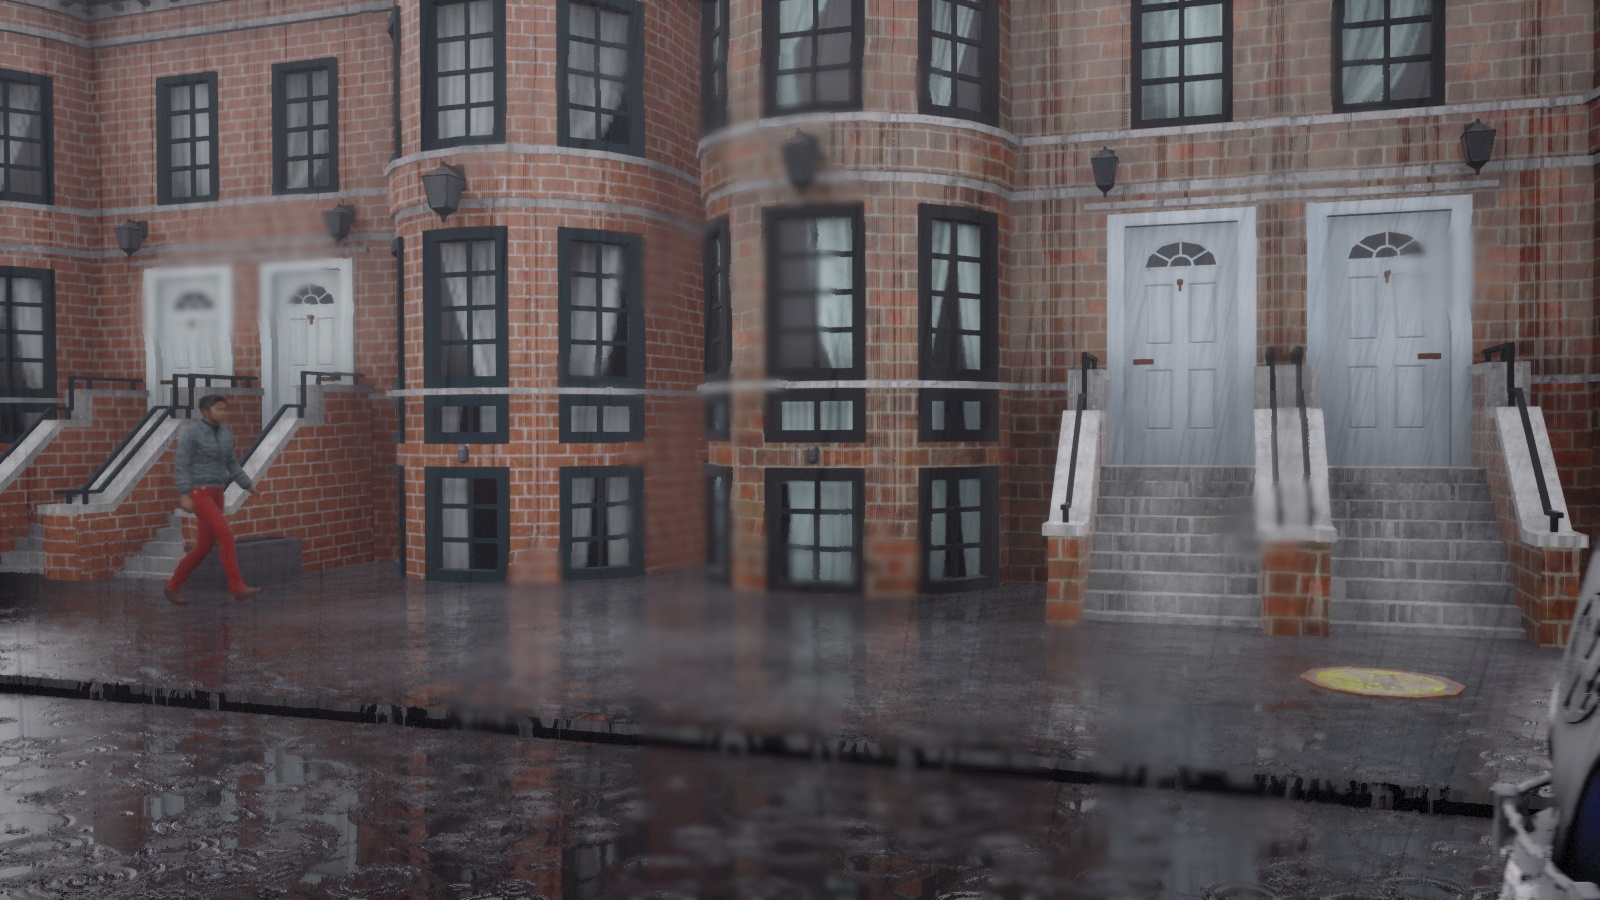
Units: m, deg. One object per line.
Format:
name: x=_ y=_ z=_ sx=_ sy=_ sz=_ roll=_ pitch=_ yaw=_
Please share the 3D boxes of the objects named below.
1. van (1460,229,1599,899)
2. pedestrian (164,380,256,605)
van: x=3.909 y=0.555 z=2.402 sx=4.442 sy=1.987 sz=1.775 roll=1 pitch=1 yaw=19
pedestrian: x=-4.960 y=0.349 z=10.558 sx=0.614 sy=1.847 sz=0.353 roll=0 pitch=1 yaw=16
